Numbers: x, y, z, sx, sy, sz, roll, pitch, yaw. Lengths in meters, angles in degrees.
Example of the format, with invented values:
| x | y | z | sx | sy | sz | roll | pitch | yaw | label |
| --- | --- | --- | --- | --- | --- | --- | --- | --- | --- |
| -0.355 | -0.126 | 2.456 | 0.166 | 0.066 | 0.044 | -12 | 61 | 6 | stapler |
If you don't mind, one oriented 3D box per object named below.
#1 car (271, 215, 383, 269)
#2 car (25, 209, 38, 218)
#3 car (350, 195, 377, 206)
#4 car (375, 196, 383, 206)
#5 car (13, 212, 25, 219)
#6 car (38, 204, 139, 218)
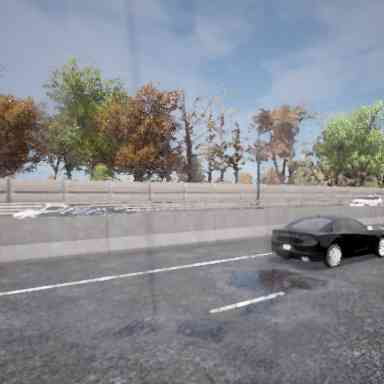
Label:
| x | y | z | sx | sy | sz | roll | pitch | yaw | label |
| --- | --- | --- | --- | --- | --- | --- | --- | --- | --- |
| 4.897 | 1.536 | 11.541 | 5.008 | 1.535 | 1.882 | 0 | 0 | -36 | car |
| -7.160 | 1.521 | 20.382 | 4.902 | 1.511 | 2.128 | 0 | 0 | -36 | car |
| 25.007 | 1.502 | 47.588 | 5.566 | 2.045 | 2.150 | 0 | 0 | -35 | car |
| 27.265 | 1.636 | 44.905 | 4.553 | 1.767 | 2.097 | 0 | 0 | -35 | car |
| -9.703 | 1.552 | 22.869 | 4.674 | 1.442 | 1.812 | 0 | 0 | -36 | car |
| -5.106 | 1.522 | 17.549 | 4.902 | 1.511 | 2.128 | 0 | 0 | -36 | car |
